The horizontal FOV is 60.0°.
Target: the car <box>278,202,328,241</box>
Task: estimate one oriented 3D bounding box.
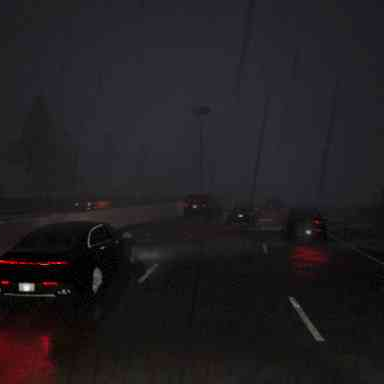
[{"bbox_3d":[5.606,1.498,16.963,1.837,1.490,4.892,0,0,12],"label":"car"}]

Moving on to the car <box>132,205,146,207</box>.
[{"bbox_3d":[-5.506,1.153,40.302,2.150,2.045,5.566,0,0,23],"label":"car"}]

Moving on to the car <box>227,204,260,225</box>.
[{"bbox_3d":[3.734,1.544,23.867,1.994,1.385,4.181,0,0,16],"label":"car"}]

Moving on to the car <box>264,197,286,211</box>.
[{"bbox_3d":[10.074,1.470,40.117,2.128,1.511,4.902,0,0,26],"label":"car"}]

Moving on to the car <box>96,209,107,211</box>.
[{"bbox_3d":[-10.720,1.274,36.469,2.097,1.767,4.553,0,0,20],"label":"car"}]

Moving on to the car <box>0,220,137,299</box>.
[{"bbox_3d":[-2.780,1.486,8.481,1.837,1.490,4.892,0,0,6],"label":"car"}]

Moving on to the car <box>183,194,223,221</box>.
[{"bbox_3d":[0.998,1.189,27.123,2.150,2.045,5.566,0,0,17],"label":"car"}]

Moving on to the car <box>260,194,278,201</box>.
[{"bbox_3d":[17.114,1.205,73.919,1.812,1.442,4.674,0,0,44],"label":"car"}]

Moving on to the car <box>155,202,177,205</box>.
[{"bbox_3d":[-2.697,1.507,37.851,1.994,1.385,4.181,0,0,23],"label":"car"}]
